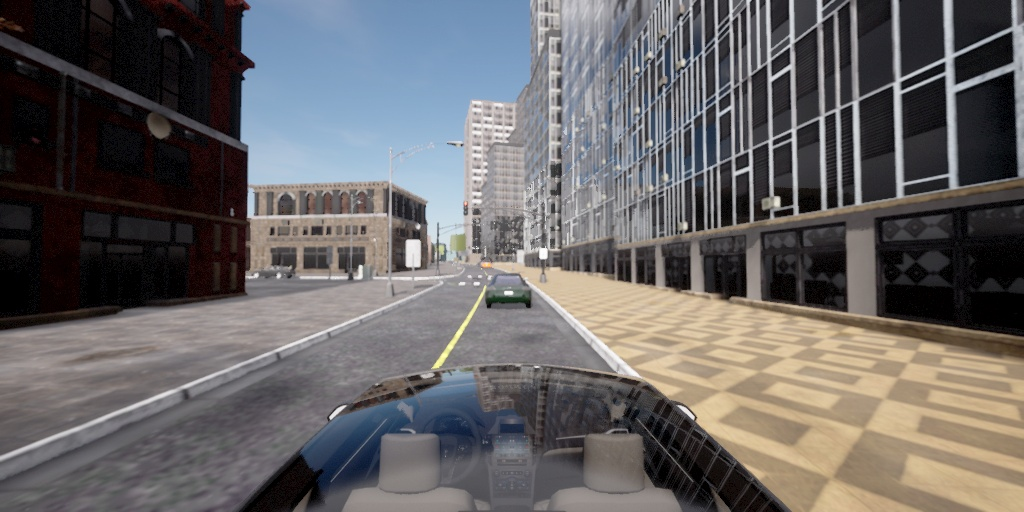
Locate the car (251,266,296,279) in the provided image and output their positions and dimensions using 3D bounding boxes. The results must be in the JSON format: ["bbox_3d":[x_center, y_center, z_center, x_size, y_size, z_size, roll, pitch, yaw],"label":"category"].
[{"bbox_3d":[-25.108,1.697,37.783,4.403,1.370,2.007,0,0,7],"label":"car"}]

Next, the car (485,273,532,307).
[{"bbox_3d":[-0.174,1.449,16.265,1.994,1.385,4.181,0,0,-1],"label":"car"}]
